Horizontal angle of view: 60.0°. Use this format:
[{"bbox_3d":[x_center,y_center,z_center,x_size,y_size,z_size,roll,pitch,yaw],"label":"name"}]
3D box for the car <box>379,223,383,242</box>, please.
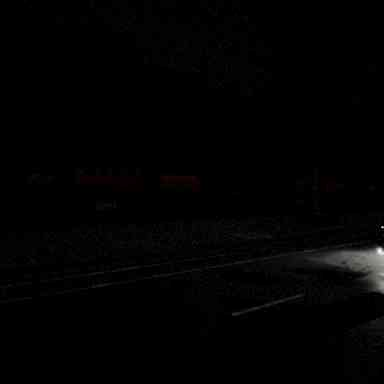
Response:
[{"bbox_3d":[10.367,1.523,15.072,4.902,1.511,2.128,0,0,-35],"label":"car"}]
